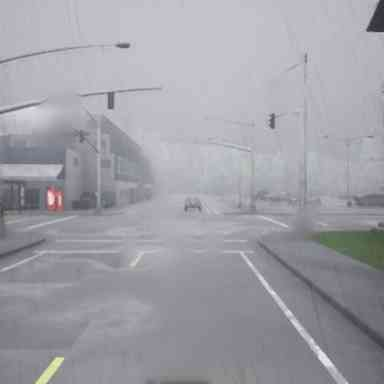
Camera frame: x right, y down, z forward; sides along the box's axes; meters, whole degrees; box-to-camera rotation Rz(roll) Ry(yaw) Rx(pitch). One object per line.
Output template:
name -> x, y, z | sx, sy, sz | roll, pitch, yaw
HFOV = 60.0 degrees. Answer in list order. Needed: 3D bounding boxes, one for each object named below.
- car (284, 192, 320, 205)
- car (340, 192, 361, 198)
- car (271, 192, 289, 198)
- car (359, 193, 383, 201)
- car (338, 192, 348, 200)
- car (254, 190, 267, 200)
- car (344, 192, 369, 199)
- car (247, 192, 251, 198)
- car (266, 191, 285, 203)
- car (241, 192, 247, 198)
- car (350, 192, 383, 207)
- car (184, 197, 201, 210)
car -> 14.478, 0.921, 43.064 | 3.806, 1.475, 1.970 | 0, 0, 0
car -> 39.899, 0.721, 83.783 | 4.514, 1.523, 2.007 | 0, 0, 0
car -> 21.286, 0.789, 80.787 | 3.806, 1.475, 1.970 | 0, 0, 0
car -> 32.244, 0.868, 58.805 | 4.514, 1.523, 2.007 | 0, 0, 0
car -> 32.283, 0.814, 68.798 | 3.633, 1.501, 1.845 | 0, 0, 0
car -> 14.147, 0.621, 62.274 | 3.866, 1.878, 1.905 | 0, 0, 0
car -> 39.952, 0.735, 80.647 | 5.027, 1.636, 2.152 | 0, 0, 0
car -> 13.734, 0.620, 65.179 | 4.605, 1.855, 1.932 | 0, 0, 0
car -> 14.152, 0.794, 49.480 | 5.027, 1.636, 2.152 | 0, 0, 0
car -> 13.865, 0.756, 83.765 | 3.633, 1.501, 1.845 | 0, 0, 0
car -> 21.528, 1.014, 39.404 | 4.514, 1.523, 2.007 | 0, 0, 0
car -> 0.085, 1.267, 37.034 | 2.033, 1.411, 5.357 | 0, 0, 0
